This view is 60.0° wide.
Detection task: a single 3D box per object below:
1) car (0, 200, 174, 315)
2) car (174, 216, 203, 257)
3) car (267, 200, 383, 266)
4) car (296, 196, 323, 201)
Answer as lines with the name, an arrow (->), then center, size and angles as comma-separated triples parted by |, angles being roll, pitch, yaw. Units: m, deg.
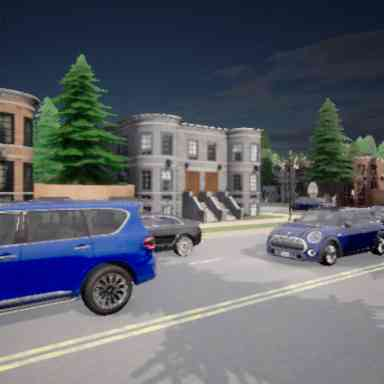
car -> -3.313, 1.183, 5.945 | 5.566, 2.045, 2.150 | 0, 0, -35
car -> -1.892, 1.439, 11.198 | 4.902, 1.511, 2.128 | 0, 0, -35
car -> 4.714, 1.327, 11.520 | 4.553, 1.767, 2.097 | 0, 0, -35
car -> 12.772, 1.236, 34.643 | 2.097, 1.767, 4.553 | 0, 0, -33
